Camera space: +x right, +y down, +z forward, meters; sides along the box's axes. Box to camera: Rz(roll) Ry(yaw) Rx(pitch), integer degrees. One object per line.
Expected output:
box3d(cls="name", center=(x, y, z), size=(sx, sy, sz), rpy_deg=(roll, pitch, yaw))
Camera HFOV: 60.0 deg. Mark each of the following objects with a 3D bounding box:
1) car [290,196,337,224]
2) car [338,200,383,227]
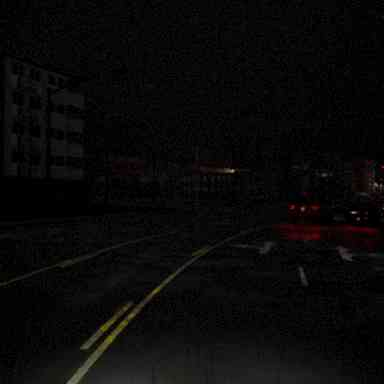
box3d(cls="car", center=(9.324, 1.299, 25.757), size=(2.150, 2.045, 5.566), rpy_deg=(0, 0, 34))
box3d(cls="car", center=(12.377, 1.588, 24.039), size=(2.128, 1.511, 4.902), rpy_deg=(0, 0, 34))
